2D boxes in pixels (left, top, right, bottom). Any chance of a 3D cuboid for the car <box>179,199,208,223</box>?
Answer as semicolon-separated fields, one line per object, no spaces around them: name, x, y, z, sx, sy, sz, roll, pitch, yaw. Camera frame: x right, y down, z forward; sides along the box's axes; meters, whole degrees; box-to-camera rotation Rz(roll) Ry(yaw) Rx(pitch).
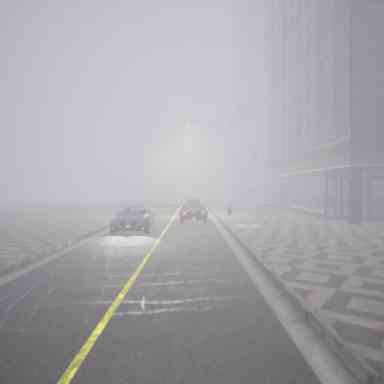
car;0.111;1.446;24.011;1.895;1.301;4.718;0;0;0

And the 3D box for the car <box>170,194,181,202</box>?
car;-3.005;1.110;61.133;1.812;1.442;4.674;0;0;1

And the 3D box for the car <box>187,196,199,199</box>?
car;0.122;1.224;41.124;2.128;1.511;4.902;0;0;0

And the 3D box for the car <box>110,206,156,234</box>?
car;-3.092;1.447;18.050;1.994;1.385;4.181;0;0;0
